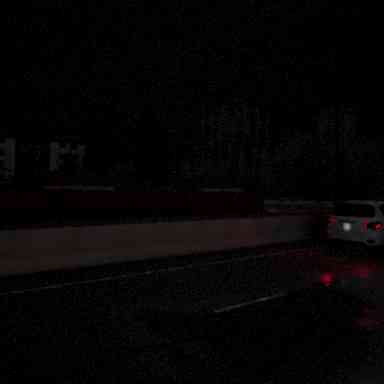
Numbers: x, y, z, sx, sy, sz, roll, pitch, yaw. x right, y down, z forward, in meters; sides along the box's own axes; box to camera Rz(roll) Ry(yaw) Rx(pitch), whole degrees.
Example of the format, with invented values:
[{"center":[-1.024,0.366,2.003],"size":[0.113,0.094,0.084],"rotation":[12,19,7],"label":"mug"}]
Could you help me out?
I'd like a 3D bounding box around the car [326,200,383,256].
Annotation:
[{"center":[7.894,1.350,13.804],"size":[5.566,2.045,2.150],"rotation":[0,0,-36],"label":"car"}]
